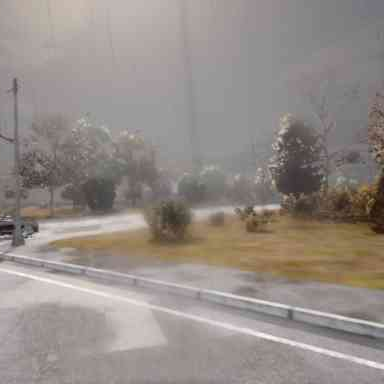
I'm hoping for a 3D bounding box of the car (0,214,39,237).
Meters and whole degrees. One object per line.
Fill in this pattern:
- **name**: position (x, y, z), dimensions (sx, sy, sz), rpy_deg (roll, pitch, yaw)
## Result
- **car**: position (-11.145, 1.915, 18.658), dimensions (2.128, 1.511, 4.902), rpy_deg (-3, -2, 35)
